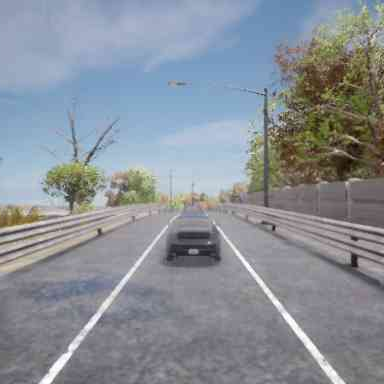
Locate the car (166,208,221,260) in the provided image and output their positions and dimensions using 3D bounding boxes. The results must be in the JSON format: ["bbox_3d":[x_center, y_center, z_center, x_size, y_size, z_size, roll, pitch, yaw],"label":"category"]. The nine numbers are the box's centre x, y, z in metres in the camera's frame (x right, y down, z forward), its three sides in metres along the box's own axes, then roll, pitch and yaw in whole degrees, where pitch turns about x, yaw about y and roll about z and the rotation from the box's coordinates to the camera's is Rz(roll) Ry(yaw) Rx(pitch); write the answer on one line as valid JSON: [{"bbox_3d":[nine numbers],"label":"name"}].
[{"bbox_3d":[0.064,1.592,12.723,1.837,1.490,4.892,0,0,0],"label":"car"}]

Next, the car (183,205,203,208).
[{"bbox_3d":[0.077,1.788,28.256,1.994,1.385,4.181,0,-1,0],"label":"car"}]
